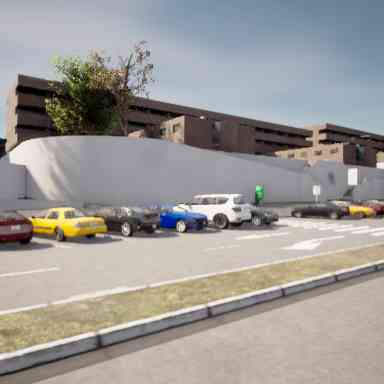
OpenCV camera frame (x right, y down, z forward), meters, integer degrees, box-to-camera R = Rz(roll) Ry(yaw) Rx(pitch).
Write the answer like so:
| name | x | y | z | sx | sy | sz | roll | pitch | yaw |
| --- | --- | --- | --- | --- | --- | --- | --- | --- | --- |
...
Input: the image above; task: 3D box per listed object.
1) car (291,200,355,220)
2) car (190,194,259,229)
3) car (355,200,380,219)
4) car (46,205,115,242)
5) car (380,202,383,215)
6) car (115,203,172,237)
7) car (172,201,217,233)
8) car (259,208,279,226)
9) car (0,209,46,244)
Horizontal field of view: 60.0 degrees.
| name | x | y | z | sx | sy | sz | roll | pitch | yaw |
| --- | --- | --- | --- | --- | --- | --- | --- | --- | --- |
| car | 10.744 | 1.539 | 27.971 | 4.674 | 1.452 | 2.002 | -1 | -1 | 35 |
| car | 0.999 | 1.198 | 21.070 | 5.566 | 2.045 | 2.435 | -1 | -1 | 35 |
| car | 13.325 | 1.511 | 29.603 | 5.366 | 1.575 | 1.946 | -1 | -1 | 35 |
| car | -6.413 | 1.435 | 15.967 | 5.366 | 1.575 | 1.946 | -1 | -1 | 35 |
| car | 15.575 | 1.568 | 31.450 | 4.792 | 1.488 | 2.163 | -1 | -1 | 35 |
| car | -3.827 | 1.440 | 17.589 | 4.892 | 1.521 | 2.231 | -1 | -1 | 35 |
| car | -1.402 | 1.443 | 19.331 | 5.008 | 1.535 | 2.097 | -1 | -1 | 35 |
| car | 3.454 | 1.460 | 22.795 | 4.892 | 1.521 | 2.231 | -1 | -1 | 34 |
| car | -8.714 | 1.464 | 14.147 | 4.792 | 1.488 | 2.163 | -1 | -1 | 35 |
